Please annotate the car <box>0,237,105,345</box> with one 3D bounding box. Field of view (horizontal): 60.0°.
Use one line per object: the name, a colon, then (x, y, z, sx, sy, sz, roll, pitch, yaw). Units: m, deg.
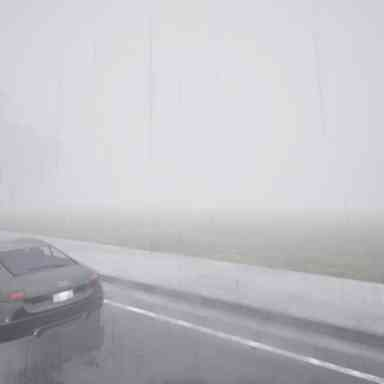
car: (-3.597, 1.557, 6.250, 4.181, 1.385, 1.994, 0, 0, 36)
